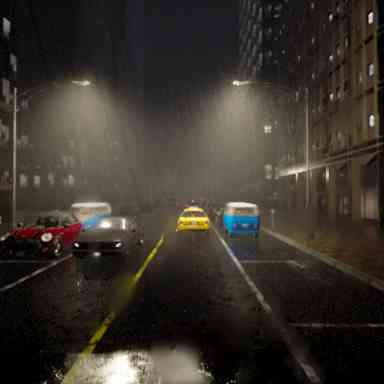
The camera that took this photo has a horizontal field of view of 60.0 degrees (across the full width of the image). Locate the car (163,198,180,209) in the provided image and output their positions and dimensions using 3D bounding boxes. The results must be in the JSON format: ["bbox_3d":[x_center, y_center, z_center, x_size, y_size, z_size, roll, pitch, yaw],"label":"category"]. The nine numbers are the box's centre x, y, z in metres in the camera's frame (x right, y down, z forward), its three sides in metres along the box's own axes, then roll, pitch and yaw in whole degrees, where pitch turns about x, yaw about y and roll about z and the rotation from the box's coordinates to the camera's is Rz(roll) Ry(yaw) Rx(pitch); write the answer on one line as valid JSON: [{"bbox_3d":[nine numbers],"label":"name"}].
[{"bbox_3d":[-3.087,1.809,53.855,2.097,1.767,4.553,0,0,0],"label":"car"}]

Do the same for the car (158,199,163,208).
[{"bbox_3d":[-5.701,2.068,57.609,1.802,1.307,4.206,1,0,0],"label":"car"}]

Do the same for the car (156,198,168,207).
[{"bbox_3d":[-5.700,1.967,63.183,1.967,1.590,4.097,1,0,0],"label":"car"}]

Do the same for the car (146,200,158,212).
[{"bbox_3d":[-5.695,1.904,41.430,1.887,1.381,4.507,1,0,0],"label":"car"}]

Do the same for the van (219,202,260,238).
[{"bbox_3d":[2.695,1.508,18.707,1.690,1.788,3.998,1,0,0],"label":"van"}]

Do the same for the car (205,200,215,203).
[{"bbox_3d":[2.687,1.878,35.727,1.947,1.339,4.313,1,0,0],"label":"car"}]

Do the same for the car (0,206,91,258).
[{"bbox_3d":[-5.685,1.559,13.055,1.967,1.590,4.097,1,-1,0],"label":"car"}]

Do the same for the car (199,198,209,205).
[{"bbox_3d":[2.675,2.158,74.311,2.008,1.369,4.403,1,0,0],"label":"car"}]

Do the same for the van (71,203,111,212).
[{"bbox_3d":[-5.686,1.509,18.731,1.690,1.788,3.998,1,0,0],"label":"van"}]

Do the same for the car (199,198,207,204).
[{"bbox_3d":[2.673,2.229,79.888,1.802,1.307,4.206,1,0,0],"label":"car"}]

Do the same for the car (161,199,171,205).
[{"bbox_3d":[-5.706,2.174,74.330,1.947,1.339,4.313,1,0,0],"label":"car"}]

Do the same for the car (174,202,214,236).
[{"bbox_3d":[0.094,1.632,19.781,1.801,1.575,5.366,0,-1,0],"label":"car"}]

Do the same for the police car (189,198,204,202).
[{"bbox_3d":[0.085,1.869,42.080,2.038,1.542,4.974,0,0,0],"label":"police car"}]

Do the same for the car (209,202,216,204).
[{"bbox_3d":[2.689,1.847,30.054,1.802,1.307,4.206,1,0,0],"label":"car"}]

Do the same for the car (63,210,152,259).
[{"bbox_3d":[-3.106,1.669,13.490,2.033,1.411,5.357,0,0,0],"label":"car"}]

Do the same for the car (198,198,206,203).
[{"bbox_3d":[2.669,2.290,91.041,1.947,1.339,4.313,1,0,0],"label":"car"}]

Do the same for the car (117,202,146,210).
[{"bbox_3d":[-5.692,1.831,30.079,1.947,1.339,4.313,1,0,0],"label":"car"}]

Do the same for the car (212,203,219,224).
[{"bbox_3d":[2.691,1.767,24.380,2.008,1.369,4.403,1,0,0],"label":"car"}]

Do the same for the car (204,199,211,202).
[{"bbox_3d":[2.684,1.950,46.426,2.008,1.369,4.403,1,0,0],"label":"car"}]
